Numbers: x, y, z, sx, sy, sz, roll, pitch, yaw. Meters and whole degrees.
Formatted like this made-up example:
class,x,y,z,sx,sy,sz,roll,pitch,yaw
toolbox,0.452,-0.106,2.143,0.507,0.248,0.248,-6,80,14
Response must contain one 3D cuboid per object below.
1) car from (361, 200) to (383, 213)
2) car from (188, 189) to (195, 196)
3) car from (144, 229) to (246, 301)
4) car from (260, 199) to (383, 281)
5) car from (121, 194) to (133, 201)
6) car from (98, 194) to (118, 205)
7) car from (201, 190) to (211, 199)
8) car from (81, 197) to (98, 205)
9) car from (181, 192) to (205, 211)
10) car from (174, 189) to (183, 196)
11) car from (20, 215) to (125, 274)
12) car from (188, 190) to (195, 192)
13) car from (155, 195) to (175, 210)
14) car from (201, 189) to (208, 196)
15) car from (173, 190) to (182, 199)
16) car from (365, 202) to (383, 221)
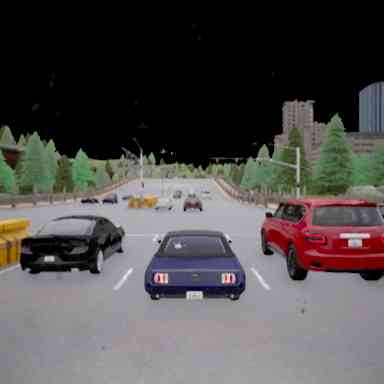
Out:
class,x,y,z,sx,sy,sz,roll,pitch,yaw
car,21.141,1.519,35.913,4.718,1.301,1.895,0,0,0
car,-0.146,0.076,90.265,1.812,1.442,4.674,0,7,0
car,0.069,1.582,8.254,1.895,1.301,4.718,0,0,0
car,3.574,1.199,9.935,2.150,2.045,5.566,0,0,0
car,-14.052,1.248,72.610,2.033,1.411,5.357,0,1,0
car,-14.063,1.471,57.119,1.895,1.301,4.718,0,0,0
car,3.410,0.614,79.863,2.150,2.045,5.566,0,3,0
car,-17.556,1.471,57.145,1.895,1.301,4.718,0,0,0
car,0.105,1.262,39.650,2.097,1.767,4.553,0,0,0
car,-3.646,0.092,90.248,2.033,1.411,5.357,0,7,0
car,-3.420,1.454,10.480,1.882,1.535,5.008,0,0,0
car,-0.092,0.890,80.248,2.128,1.511,4.902,0,3,0
car,-3.394,1.433,40.968,1.812,1.442,4.674,0,0,0
car,3.354,0.143,90.322,1.895,1.301,4.718,0,7,0
car,-3.592,0.890,80.229,2.128,1.511,4.902,0,3,0
car,16.536,1.489,25.614,5.357,1.411,2.033,0,0,6
